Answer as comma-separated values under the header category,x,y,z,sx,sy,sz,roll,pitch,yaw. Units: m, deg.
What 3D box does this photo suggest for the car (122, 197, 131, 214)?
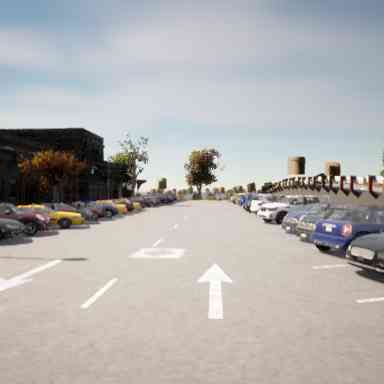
category,x,y,z,sx,sy,sz,roll,pitch,yaw
car,-9.005,1.536,32.184,5.366,1.575,1.946,-1,0,-16

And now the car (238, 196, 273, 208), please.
category,x,y,z,sx,sy,sz,roll,pitch,yaw
car,9.211,1.447,48.252,4.553,1.767,2.185,1,0,-16

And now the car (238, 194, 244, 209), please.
category,x,y,z,sx,sy,sz,roll,pitch,yaw
car,8.392,1.285,36.191,5.566,2.045,2.435,1,0,-16

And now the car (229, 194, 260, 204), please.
category,x,y,z,sx,sy,sz,roll,pitch,yaw
car,10.491,1.374,66.366,5.566,2.045,2.435,1,0,-16

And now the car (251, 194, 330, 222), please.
category,x,y,z,sx,sy,sz,roll,pitch,yaw
car,7.582,1.248,24.123,5.566,2.045,2.435,1,0,-16

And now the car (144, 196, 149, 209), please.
category,x,y,z,sx,sy,sz,roll,pitch,yaw
car,-8.205,1.593,41.114,4.792,1.488,2.163,-1,-1,-16

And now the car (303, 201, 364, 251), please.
category,x,y,z,sx,sy,sz,roll,pitch,yaw
car,6.759,1.337,12.067,4.553,1.767,2.185,1,0,-16

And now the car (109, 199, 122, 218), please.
category,x,y,z,sx,sy,sz,roll,pitch,yaw
car,-9.028,1.528,29.283,5.008,1.535,2.097,-1,-1,-16

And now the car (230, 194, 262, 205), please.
category,x,y,z,sx,sy,sz,roll,pitch,yaw
car,10.243,1.365,63.315,5.566,2.045,2.435,1,0,-16

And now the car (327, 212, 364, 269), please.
category,x,y,z,sx,sy,sz,roll,pitch,yaw
car,6.590,1.454,9.057,4.892,1.521,2.231,1,0,-16

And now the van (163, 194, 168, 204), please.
category,x,y,z,sx,sy,sz,roll,pitch,yaw
van,-7.145,1.392,58.776,4.442,1.987,1.878,-1,0,-16

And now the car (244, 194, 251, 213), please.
category,x,y,z,sx,sy,sz,roll,pitch,yaw
car,8.047,1.267,30.173,5.566,2.045,2.435,1,0,-16

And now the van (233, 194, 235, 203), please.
category,x,y,z,sx,sy,sz,roll,pitch,yaw
van,9.967,1.375,57.339,4.442,1.987,1.878,1,0,-16

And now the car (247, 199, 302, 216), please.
category,x,y,z,sx,sy,sz,roll,pitch,yaw
car,8.205,1.528,33.189,4.892,1.521,2.231,1,0,-16

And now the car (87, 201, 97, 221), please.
category,x,y,z,sx,sy,sz,roll,pitch,yaw
car,-9.434,1.511,23.381,4.892,1.521,2.231,-1,-1,-16

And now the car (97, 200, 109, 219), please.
category,x,y,z,sx,sy,sz,roll,pitch,yaw
car,-9.256,1.549,26.325,4.792,1.488,2.163,-1,0,-16

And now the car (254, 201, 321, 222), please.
category,x,y,z,sx,sy,sz,roll,pitch,yaw
car,7.779,1.538,27.140,4.792,1.488,2.163,1,0,-16

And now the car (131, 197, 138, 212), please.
category,x,y,z,sx,sy,sz,roll,pitch,yaw
car,-8.630,1.546,35.199,5.008,1.535,2.097,-1,0,-16

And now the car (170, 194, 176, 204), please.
category,x,y,z,sx,sy,sz,roll,pitch,yaw
car,-6.609,1.381,64.731,5.566,2.045,2.435,-1,0,-16

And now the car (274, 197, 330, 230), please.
category,x,y,z,sx,sy,sz,roll,pitch,yaw
car,7.224,1.356,18.115,4.553,1.767,2.185,1,0,-16

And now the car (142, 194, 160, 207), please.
category,x,y,z,sx,sy,sz,roll,pitch,yaw
car,-7.661,1.466,49.948,4.553,1.767,2.185,-1,0,-16

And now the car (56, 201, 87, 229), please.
category,x,y,z,sx,sy,sz,roll,pitch,yaw
car,-9.457,1.495,20.493,5.366,1.575,1.946,-1,-1,-16

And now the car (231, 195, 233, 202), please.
category,x,y,z,sx,sy,sz,roll,pitch,yaw
car,10.093,1.483,60.320,4.553,1.767,2.185,1,0,-16

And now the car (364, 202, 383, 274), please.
category,x,y,z,sx,sy,sz,roll,pitch,yaw
car,6.405,1.193,6.059,5.566,2.045,2.435,1,0,-16

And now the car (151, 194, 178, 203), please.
category,x,y,z,sx,sy,sz,roll,pitch,yaw
car,-6.055,1.406,73.557,5.566,2.045,2.435,-1,0,-16

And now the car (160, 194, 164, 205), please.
category,x,y,z,sx,sy,sz,roll,pitch,yaw
car,-7.429,1.601,52.914,4.892,1.521,2.231,-1,0,-16

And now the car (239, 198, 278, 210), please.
category,x,y,z,sx,sy,sz,roll,pitch,yaw
car,9.004,1.593,45.234,4.792,1.488,2.163,1,0,-16

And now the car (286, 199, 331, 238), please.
category,x,y,z,sx,sy,sz,roll,pitch,yaw
car,7.025,1.347,15.094,4.553,1.767,2.185,1,0,-16

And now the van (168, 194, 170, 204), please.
category,x,y,z,sx,sy,sz,roll,pitch,yaw
van,-6.944,1.400,61.729,4.442,1.987,1.878,-1,0,-16

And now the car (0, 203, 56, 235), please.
category,x,y,z,sx,sy,sz,roll,pitch,yaw
car,-9.865,1.366,17.477,4.553,1.767,2.185,-1,-1,-16

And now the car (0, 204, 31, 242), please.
category,x,y,z,sx,sy,sz,roll,pitch,yaw
car,-10.037,1.484,14.530,4.892,1.521,2.231,-1,-1,-16

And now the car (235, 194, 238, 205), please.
category,x,y,z,sx,sy,sz,roll,pitch,yaw
car,8.862,1.304,42.236,5.566,2.045,2.435,1,0,-16

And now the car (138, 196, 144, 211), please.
category,x,y,z,sx,sy,sz,roll,pitch,yaw
car,-8.604,1.554,38.087,5.366,1.575,1.946,-1,0,-16
